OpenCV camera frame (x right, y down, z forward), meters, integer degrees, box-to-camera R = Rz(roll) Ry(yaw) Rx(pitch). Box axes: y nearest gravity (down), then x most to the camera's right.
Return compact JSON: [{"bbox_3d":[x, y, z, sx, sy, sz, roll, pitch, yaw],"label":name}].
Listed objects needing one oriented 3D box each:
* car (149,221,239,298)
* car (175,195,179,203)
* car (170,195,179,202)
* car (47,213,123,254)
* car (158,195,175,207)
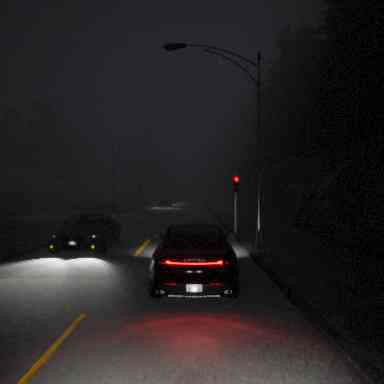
[{"bbox_3d":[0.059,1.504,8.481,1.837,1.490,4.892,0,0,0],"label":"car"},{"bbox_3d":[-4.048,1.468,63.392,1.882,1.535,5.008,0,0,0],"label":"car"},{"bbox_3d":[-3.993,1.490,75.755,1.812,1.442,4.674,0,0,0],"label":"car"},{"bbox_3d":[-4.099,1.562,13.346,1.994,1.385,4.181,0,0,0],"label":"car"},{"bbox_3d":[-4.090,1.470,51.207,1.882,1.535,5.008,0,0,0],"label":"car"}]
